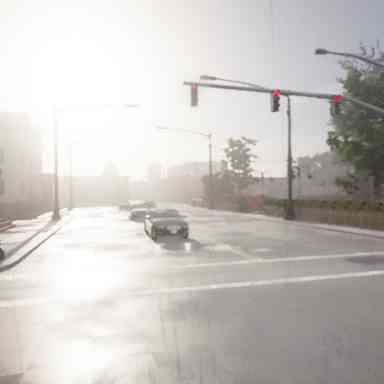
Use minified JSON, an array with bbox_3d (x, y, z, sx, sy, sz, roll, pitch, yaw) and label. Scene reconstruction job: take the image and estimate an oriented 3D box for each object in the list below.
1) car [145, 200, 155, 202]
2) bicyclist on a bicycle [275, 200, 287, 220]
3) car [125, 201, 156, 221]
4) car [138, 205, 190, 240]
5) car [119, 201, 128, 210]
[{"bbox_3d":[-6.658,1.961,51.732,1.837,1.490,4.892,-1,0,-14],"label":"car"},{"bbox_3d":[7.414,1.434,27.238,1.656,1.620,0.582,-9,-18,-18],"label":"bicyclist on a bicycle"},{"bbox_3d":[-4.869,1.834,31.013,1.812,1.442,4.674,-1,0,-15],"label":"car"},{"bbox_3d":[-1.493,1.683,18.452,2.128,1.511,4.902,-1,0,-15],"label":"car"},{"bbox_3d":[-10.057,2.053,50.473,1.994,1.385,4.181,-1,0,-15],"label":"car"}]
